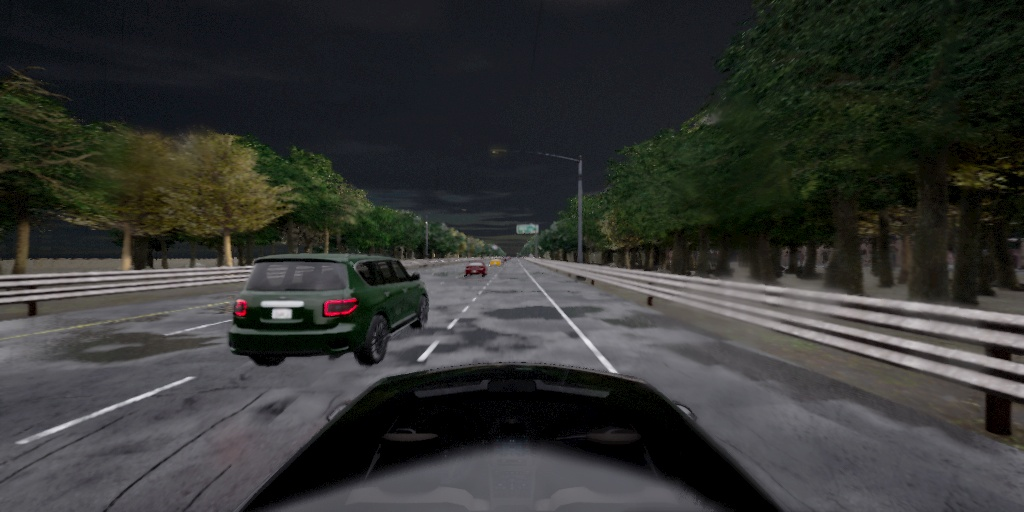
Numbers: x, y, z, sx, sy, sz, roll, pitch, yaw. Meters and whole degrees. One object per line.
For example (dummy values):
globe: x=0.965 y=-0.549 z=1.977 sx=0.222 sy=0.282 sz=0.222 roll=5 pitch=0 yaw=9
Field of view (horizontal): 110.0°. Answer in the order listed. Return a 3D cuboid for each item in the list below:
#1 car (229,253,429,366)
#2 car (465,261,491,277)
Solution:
car: x=-3.500 y=0.972 z=8.139 sx=2.150 sy=2.045 sz=5.566 roll=0 pitch=0 yaw=0
car: x=-3.437 y=1.245 z=35.250 sx=1.882 sy=1.535 sz=5.008 roll=0 pitch=0 yaw=0
